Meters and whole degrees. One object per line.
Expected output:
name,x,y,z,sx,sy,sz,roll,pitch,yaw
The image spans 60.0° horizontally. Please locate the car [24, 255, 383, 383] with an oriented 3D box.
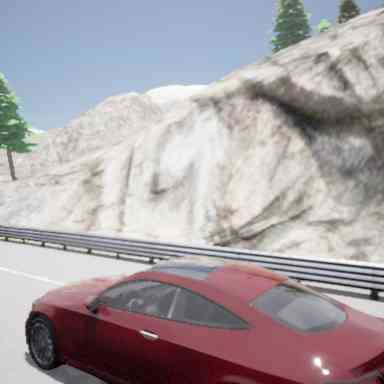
car,-0.136,1.541,4.057,4.674,1.442,1.812,0,0,35
